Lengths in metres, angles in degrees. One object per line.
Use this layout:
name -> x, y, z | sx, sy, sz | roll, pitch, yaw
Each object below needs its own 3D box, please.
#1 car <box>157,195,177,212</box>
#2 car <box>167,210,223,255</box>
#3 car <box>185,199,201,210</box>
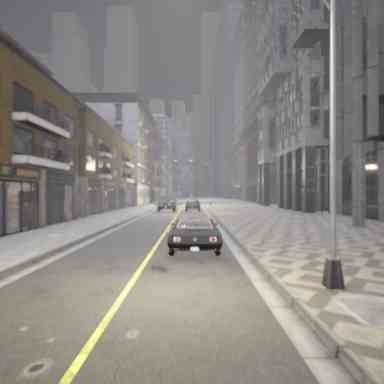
car -> -3.000, 1.350, 40.456 | 2.150, 2.045, 5.566 | 0, 0, 0
car -> 0.100, 1.611, 13.287 | 1.895, 1.301, 4.718 | 0, 0, 0
car -> 0.102, 1.589, 42.960 | 2.128, 1.511, 4.902 | 0, 0, 0
